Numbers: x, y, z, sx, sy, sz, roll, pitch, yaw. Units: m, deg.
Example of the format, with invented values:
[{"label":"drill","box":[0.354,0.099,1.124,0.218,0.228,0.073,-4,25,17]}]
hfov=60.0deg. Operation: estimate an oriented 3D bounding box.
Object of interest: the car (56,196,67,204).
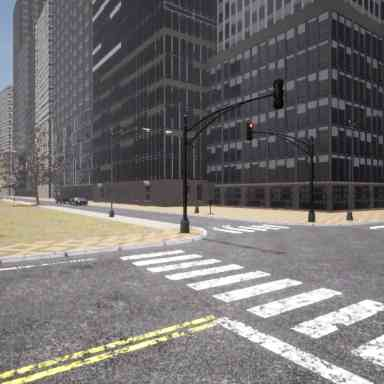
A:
[{"label":"car","box":[-24.641,1.511,63.508,1.837,1.490,4.892,0,0,-35]}]

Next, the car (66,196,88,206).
[{"label":"car","box":[-18.849,1.602,55.243,1.895,1.301,4.718,0,0,-35]}]
